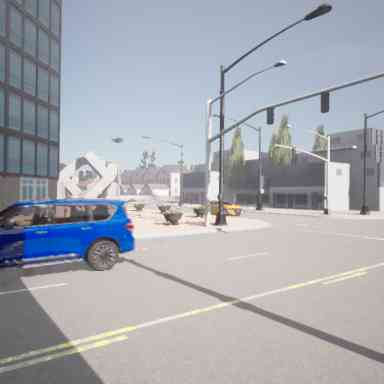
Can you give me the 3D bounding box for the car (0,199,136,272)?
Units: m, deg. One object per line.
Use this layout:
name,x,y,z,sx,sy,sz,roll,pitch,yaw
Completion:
car,-4.345,1.225,9.400,5.566,2.045,2.150,0,0,-34

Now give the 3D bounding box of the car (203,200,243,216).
car,2.991,1.560,33.674,1.882,1.535,5.008,1,-1,-35
